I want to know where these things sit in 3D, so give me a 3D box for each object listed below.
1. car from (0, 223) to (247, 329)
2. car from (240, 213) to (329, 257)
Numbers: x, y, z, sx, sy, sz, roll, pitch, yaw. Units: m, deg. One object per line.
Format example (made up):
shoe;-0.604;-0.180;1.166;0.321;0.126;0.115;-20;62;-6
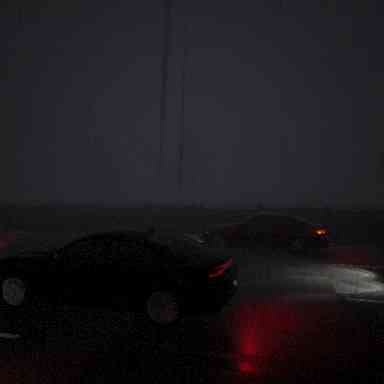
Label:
car;-1.583;1.480;6.744;5.008;1.535;1.882;0;0;17
car;2.732;1.530;12.748;4.674;1.442;1.812;0;0;17
